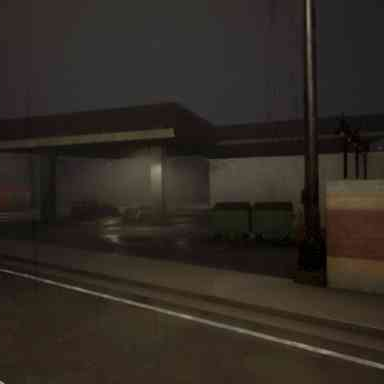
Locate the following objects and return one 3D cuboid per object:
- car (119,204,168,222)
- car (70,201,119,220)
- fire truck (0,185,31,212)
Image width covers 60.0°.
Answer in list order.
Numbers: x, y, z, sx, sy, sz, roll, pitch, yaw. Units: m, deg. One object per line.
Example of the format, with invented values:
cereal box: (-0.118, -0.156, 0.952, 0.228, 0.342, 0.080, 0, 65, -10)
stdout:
car: (-3.810, 1.707, 28.019, 1.970, 1.475, 3.806, -1, -1, 37)
car: (-8.884, 1.621, 30.822, 2.242, 1.667, 4.611, -1, -1, 37)
fire truck: (-27.573, 0.981, 47.144, 2.891, 3.827, 8.468, -1, -1, 36)
